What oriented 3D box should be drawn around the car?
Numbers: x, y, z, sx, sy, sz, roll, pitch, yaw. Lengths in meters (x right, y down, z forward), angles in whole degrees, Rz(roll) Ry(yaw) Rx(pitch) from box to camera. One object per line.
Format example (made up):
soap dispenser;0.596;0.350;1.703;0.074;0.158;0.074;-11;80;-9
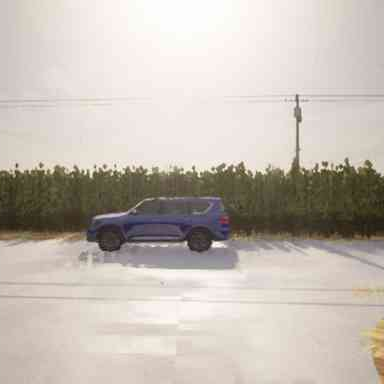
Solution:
car;-1.226;1.211;13.176;5.566;2.045;2.150;0;0;1
